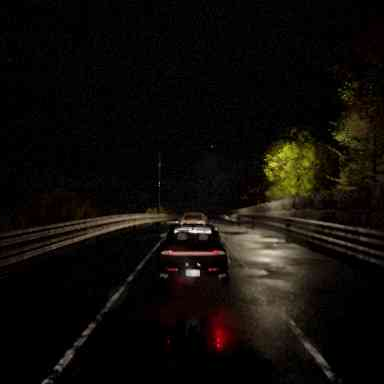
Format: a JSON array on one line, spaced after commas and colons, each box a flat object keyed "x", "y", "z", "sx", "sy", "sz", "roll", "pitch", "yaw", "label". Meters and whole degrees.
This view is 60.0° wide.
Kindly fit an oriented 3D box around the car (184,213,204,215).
[{"x": 0.111, "y": 2.213, "z": 23.337, "sx": 1.882, "sy": 1.535, "sz": 5.008, "roll": 0, "pitch": -3, "yaw": 1, "label": "car"}]

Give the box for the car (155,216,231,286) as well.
[{"x": 0.030, "y": 1.681, "z": 9.915, "sx": 2.128, "sy": 1.511, "sz": 4.902, "roll": 0, "pitch": -2, "yaw": 0, "label": "car"}]

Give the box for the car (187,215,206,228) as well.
[{"x": 0.507, "y": 3.116, "z": 35.568, "sx": 1.895, "sy": 1.301, "sz": 4.718, "roll": 0, "pitch": -4, "yaw": 2, "label": "car"}]

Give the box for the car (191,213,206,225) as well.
[{"x": 0.917, "y": 3.667, "z": 44.920, "sx": 1.882, "sy": 1.535, "sz": 5.008, "roll": 0, "pitch": -4, "yaw": 3, "label": "car"}]

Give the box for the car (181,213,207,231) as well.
[{"x": 0.231, "y": 2.585, "z": 29.441, "sx": 2.128, "sy": 1.511, "sz": 4.902, "roll": 0, "pitch": -4, "yaw": 1, "label": "car"}]
